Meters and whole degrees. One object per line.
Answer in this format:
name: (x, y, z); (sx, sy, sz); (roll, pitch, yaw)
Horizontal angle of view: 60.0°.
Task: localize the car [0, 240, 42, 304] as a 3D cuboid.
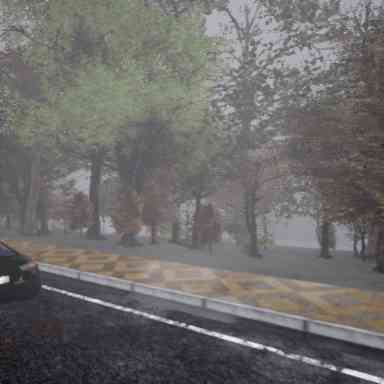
car: (-5.193, 1.629, 7.322); (4.181, 1.385, 1.994); (-1, 0, 35)
